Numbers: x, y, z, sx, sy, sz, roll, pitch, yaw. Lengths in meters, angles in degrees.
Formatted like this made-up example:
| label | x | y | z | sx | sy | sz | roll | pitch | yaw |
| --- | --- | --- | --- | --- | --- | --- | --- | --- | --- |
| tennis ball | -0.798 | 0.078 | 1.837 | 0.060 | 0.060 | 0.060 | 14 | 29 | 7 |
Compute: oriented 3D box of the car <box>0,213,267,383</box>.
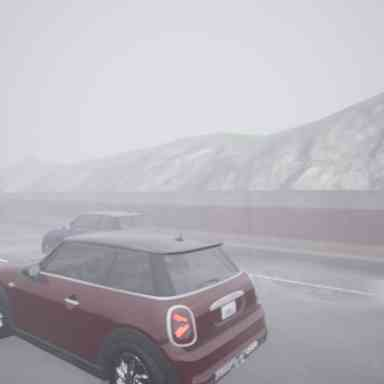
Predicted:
| label | x | y | z | sx | sy | sz | roll | pitch | yaw |
| --- | --- | --- | --- | --- | --- | --- | --- | --- | --- |
| car | -1.279 | 1.380 | 5.097 | 4.553 | 1.767 | 2.097 | 0 | 0 | 37 |

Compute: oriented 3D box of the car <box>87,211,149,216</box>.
| label | x | y | z | sx | sy | sz | roll | pitch | yaw |
| --- | --- | --- | --- | --- | --- | --- | --- | --- | --- |
| car | -3.004 | 1.411 | 10.937 | 4.553 | 1.767 | 2.097 | 0 | 0 | 39 |
